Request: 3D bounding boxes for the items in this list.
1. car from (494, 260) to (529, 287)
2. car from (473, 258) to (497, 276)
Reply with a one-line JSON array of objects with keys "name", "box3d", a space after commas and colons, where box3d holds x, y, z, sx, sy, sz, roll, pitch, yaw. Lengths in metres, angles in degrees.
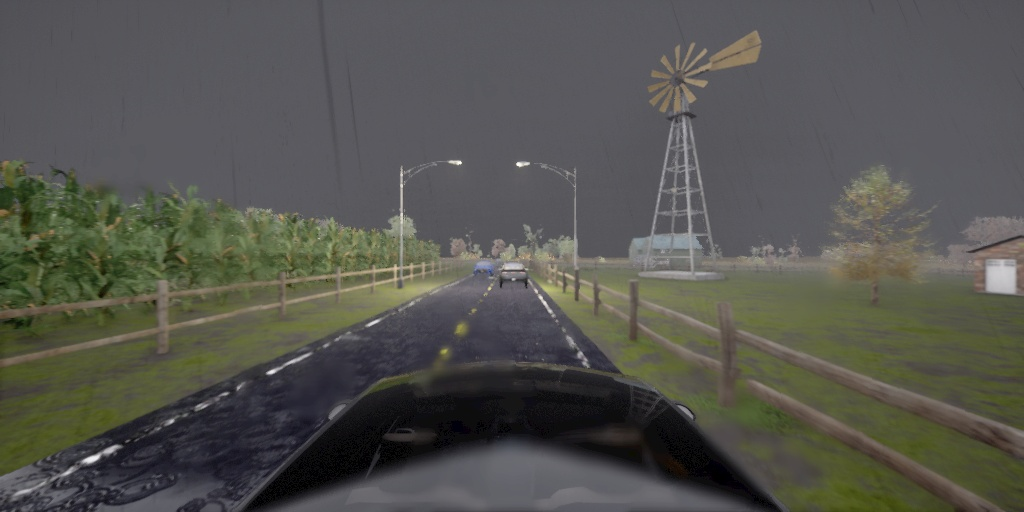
[{"name": "car", "box3d": [0.098, 1.240, 24.329, 2.128, 1.511, 4.902, 0, 0, 0]}, {"name": "car", "box3d": [-2.877, 1.232, 37.253, 1.882, 1.535, 5.008, 0, 0, 0]}]
